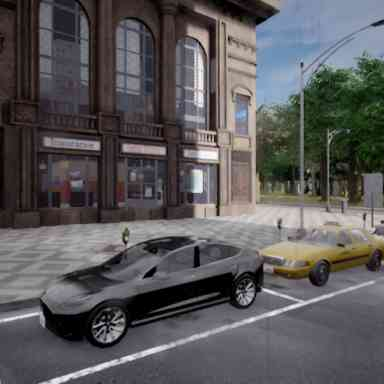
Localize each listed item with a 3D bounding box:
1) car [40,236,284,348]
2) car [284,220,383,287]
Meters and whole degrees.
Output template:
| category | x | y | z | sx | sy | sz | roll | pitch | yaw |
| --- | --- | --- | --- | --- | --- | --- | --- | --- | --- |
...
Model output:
| category | x | y | z | sx | sy | sz | roll | pitch | yaw |
| --- | --- | --- | --- | --- | --- | --- | --- | --- | --- |
| car | -0.493 | 1.568 | 6.301 | 4.313 | 1.339 | 1.947 | 0 | 0 | -36 |
| car | 3.793 | 1.531 | 9.363 | 4.829 | 1.417 | 1.752 | 0 | 0 | -36 |
